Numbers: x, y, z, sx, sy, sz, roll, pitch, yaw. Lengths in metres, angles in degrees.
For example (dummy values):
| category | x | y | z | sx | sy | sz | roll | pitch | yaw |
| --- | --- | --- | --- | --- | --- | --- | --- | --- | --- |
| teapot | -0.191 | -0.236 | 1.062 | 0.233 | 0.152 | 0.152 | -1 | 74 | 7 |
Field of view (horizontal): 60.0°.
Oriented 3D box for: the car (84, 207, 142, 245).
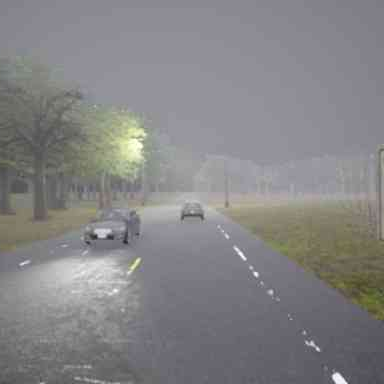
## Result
| category | x | y | z | sx | sy | sz | roll | pitch | yaw |
| --- | --- | --- | --- | --- | --- | --- | --- | --- | --- |
| car | -3.517 | 1.470 | 15.506 | 2.128 | 1.511 | 4.902 | 0 | 0 | 0 |

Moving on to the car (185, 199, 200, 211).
| category | x | y | z | sx | sy | sz | roll | pitch | yaw |
| --- | --- | --- | --- | --- | --- | --- | --- | --- | --- |
| car | 0.058 | 1.717 | 45.439 | 1.882 | 1.535 | 5.008 | 0 | 0 | 0 |

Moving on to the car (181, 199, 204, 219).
| category | x | y | z | sx | sy | sz | roll | pitch | yaw |
| --- | --- | --- | --- | --- | --- | --- | --- | --- | --- |
| car | 0.047 | 1.610 | 29.157 | 1.994 | 1.385 | 4.181 | 0 | -1 | 0 |
